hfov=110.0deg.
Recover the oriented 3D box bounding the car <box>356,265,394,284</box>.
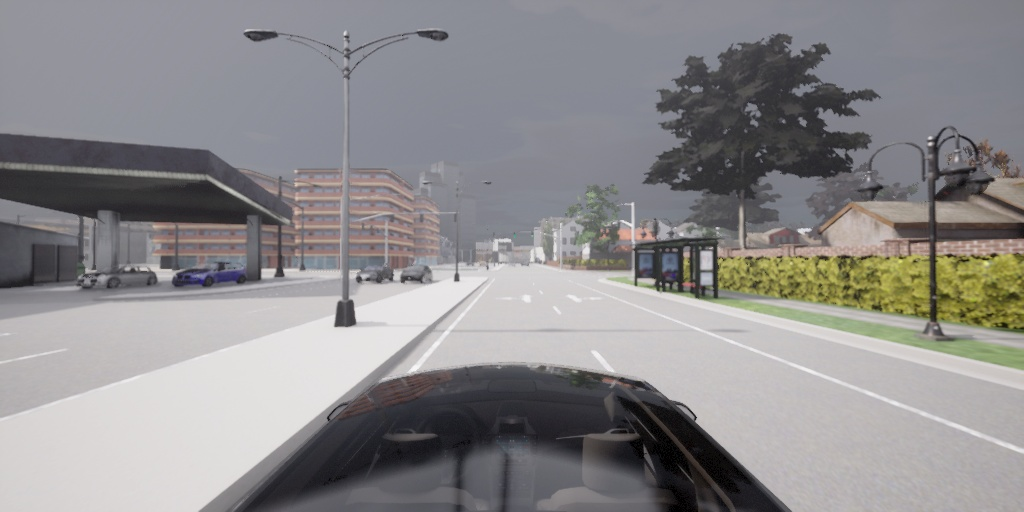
[{"bbox_3d":[-11.509,1.511,30.396,2.128,1.511,4.902,0,-1,0],"label":"car"}]

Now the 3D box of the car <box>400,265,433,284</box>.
[{"bbox_3d":[-8.009,1.530,30.389,1.837,1.490,4.892,0,-1,0],"label":"car"}]
